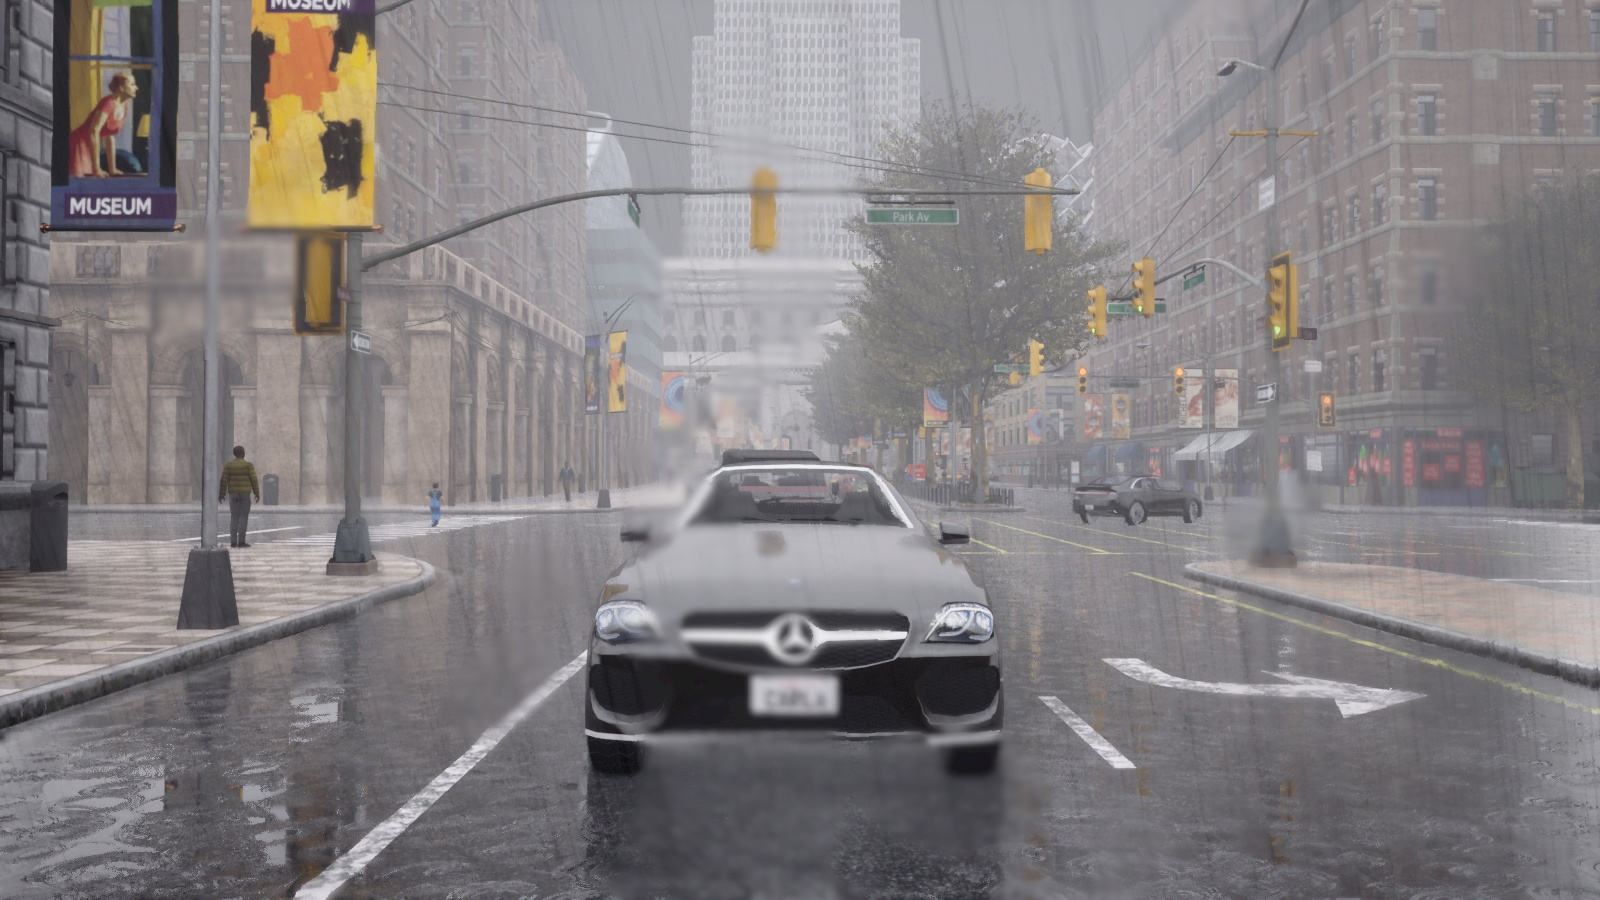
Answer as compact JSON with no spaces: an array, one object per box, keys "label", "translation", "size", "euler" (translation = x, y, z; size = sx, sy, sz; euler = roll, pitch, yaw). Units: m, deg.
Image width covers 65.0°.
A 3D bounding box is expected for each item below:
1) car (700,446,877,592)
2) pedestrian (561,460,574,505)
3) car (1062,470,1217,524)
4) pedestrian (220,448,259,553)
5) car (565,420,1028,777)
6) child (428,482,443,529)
[{"label":"car","translation":[-0.294,0.918,18.273],"size":[1.905,1.878,3.866],"euler":[0,-1,-11]},{"label":"pedestrian","translation":[-10.148,1.429,54.750],"size":[0.423,1.949,0.788],"euler":[0,-1,0]},{"label":"car","translation":[10.338,1.367,38.077],"size":[4.902,1.511,2.128],"euler":[1,-1,-40]},{"label":"pedestrian","translation":[-9.985,0.886,22.381],"size":[0.370,1.835,0.726],"euler":[0,-1,1]},{"label":"car","translation":[-0.025,0.733,8.363],"size":[2.152,1.651,5.027],"euler":[0,-1,0]},{"label":"child","translation":[-9.937,1.505,34.255],"size":[0.270,1.263,0.437],"euler":[0,-1,2]}]
